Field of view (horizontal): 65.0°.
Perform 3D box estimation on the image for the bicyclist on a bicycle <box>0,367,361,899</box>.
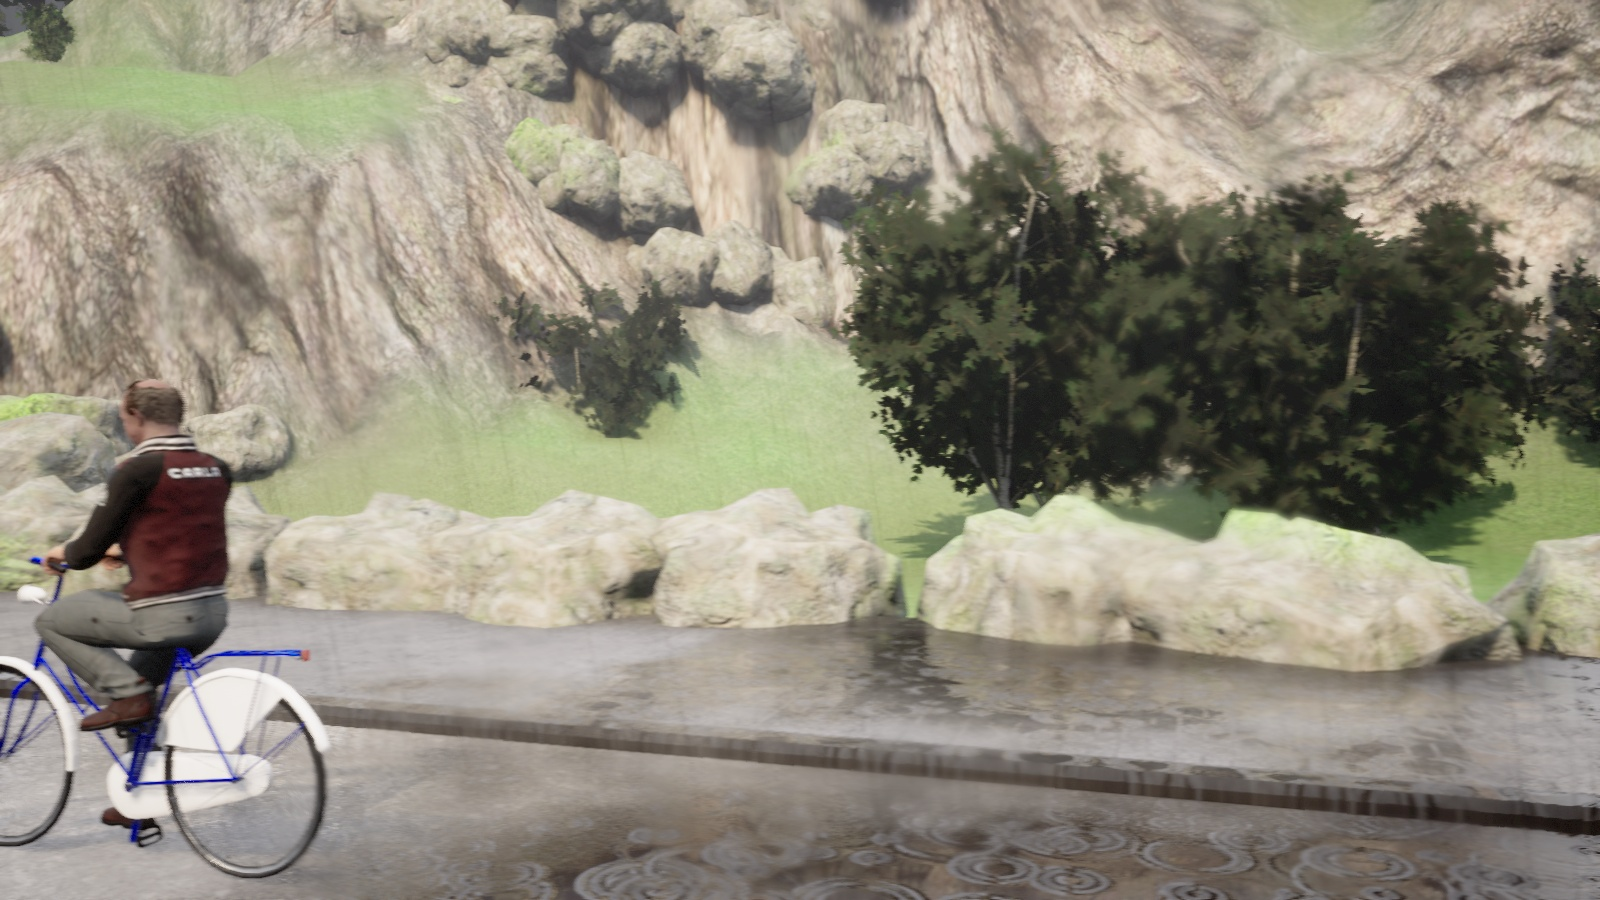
[{"bbox_3d":[-2.593,0.614,4.592,1.843,1.776,0.659,1,1,19],"label":"bicyclist on a bicycle"}]
